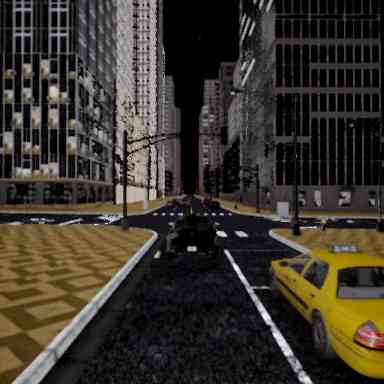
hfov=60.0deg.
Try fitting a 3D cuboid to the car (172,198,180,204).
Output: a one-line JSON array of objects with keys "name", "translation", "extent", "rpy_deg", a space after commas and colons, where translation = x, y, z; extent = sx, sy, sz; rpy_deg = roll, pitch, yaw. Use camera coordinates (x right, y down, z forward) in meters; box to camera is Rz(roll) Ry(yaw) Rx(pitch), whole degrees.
[{"name": "car", "translation": [-4.255, 2.340, 89.899], "extent": [1.967, 1.590, 4.097], "rpy_deg": [0, -1, 0]}]

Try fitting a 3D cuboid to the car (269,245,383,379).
[{"name": "car", "translation": [2.564, 1.586, 5.849], "extent": [1.752, 1.417, 4.829], "rpy_deg": [0, -1, 0]}]

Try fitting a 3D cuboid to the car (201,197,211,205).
[{"name": "car", "translation": [3.688, 2.115, 78.890], "extent": [2.192, 1.841, 5.009], "rpy_deg": [0, -1, 0]}]

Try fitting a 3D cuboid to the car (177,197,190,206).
[{"name": "car", "translation": [-1.580, 2.080, 70.717], "extent": [2.097, 1.767, 4.553], "rpy_deg": [0, -1, 0]}]

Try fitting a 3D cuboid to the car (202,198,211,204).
[{"name": "car", "translation": [3.657, 2.291, 84.417], "extent": [1.967, 1.590, 4.097], "rpy_deg": [0, -1, 0]}]

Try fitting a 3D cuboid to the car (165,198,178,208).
[{"name": "car", "translation": [-4.098, 2.226, 62.261], "extent": [1.802, 1.307, 4.206], "rpy_deg": [0, -1, 0]}]

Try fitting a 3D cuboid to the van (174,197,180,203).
[{"name": "van", "translation": [-4.286, 2.291, 95.427], "extent": [1.690, 1.788, 3.998], "rpy_deg": [0, -1, 0]}]

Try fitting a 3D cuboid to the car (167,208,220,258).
[{"name": "car", "translation": [0.075, 1.645, 13.473], "extent": [1.837, 1.490, 4.892], "rpy_deg": [0, 0, 2]}]

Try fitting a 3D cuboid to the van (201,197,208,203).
[{"name": "van", "translation": [3.594, 2.292, 95.472], "extent": [1.690, 1.788, 3.998], "rpy_deg": [0, -1, 0]}]

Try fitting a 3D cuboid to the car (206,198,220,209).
[{"name": "car", "translation": [3.863, 2.157, 56.780], "extent": [1.947, 1.339, 4.313], "rpy_deg": [0, -1, 0]}]
